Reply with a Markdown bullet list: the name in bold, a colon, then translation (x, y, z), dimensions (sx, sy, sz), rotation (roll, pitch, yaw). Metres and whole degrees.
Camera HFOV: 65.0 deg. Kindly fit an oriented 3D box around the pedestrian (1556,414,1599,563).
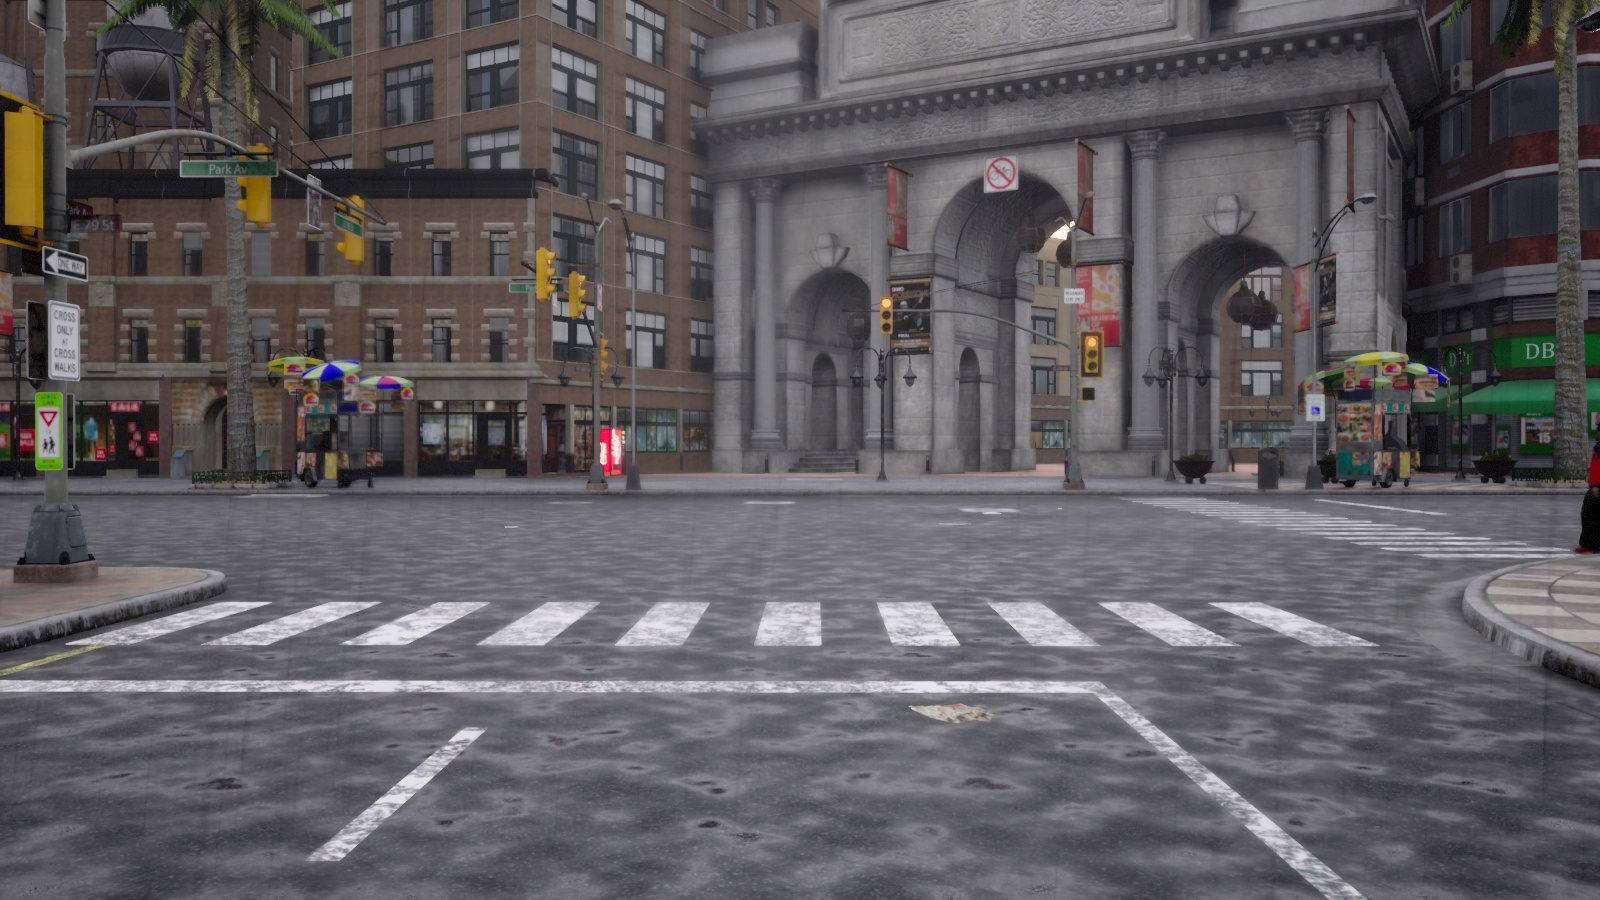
- **pedestrian**: translation (10.167, 0.472, 15.834), dimensions (0.634, 1.844, 0.899), rotation (0, 0, -14)
